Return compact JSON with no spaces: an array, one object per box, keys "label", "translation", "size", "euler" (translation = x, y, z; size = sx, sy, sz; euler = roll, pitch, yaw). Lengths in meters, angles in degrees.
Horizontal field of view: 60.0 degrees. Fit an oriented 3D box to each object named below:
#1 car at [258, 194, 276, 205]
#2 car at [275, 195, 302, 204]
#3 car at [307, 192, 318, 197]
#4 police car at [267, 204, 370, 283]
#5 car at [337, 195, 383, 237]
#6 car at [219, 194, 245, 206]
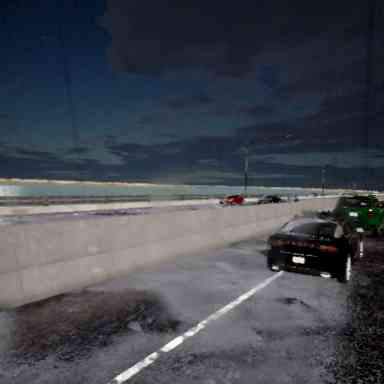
[{"label":"car","translation":[10.341,1.068,44.025],"size":[1.882,1.535,5.008],"euler":[2,1,33]},{"label":"car","translation":[11.969,1.259,40.122],"size":[1.994,1.385,4.181],"euler":[2,1,33]},{"label":"car","translation":[27.789,0.678,76.576],"size":[1.812,1.442,4.674],"euler":[2,1,34]},{"label":"police car","translation":[3.851,1.370,9.855],"size":[1.930,1.638,5.238],"euler":[2,1,32]},{"label":"car","translation":[9.183,1.186,18.203],"size":[2.150,2.045,5.566],"euler":[2,1,33]},{"label":"car","translation":[5.234,1.001,42.599],"size":[1.812,1.442,4.674],"euler":[2,1,33]}]
